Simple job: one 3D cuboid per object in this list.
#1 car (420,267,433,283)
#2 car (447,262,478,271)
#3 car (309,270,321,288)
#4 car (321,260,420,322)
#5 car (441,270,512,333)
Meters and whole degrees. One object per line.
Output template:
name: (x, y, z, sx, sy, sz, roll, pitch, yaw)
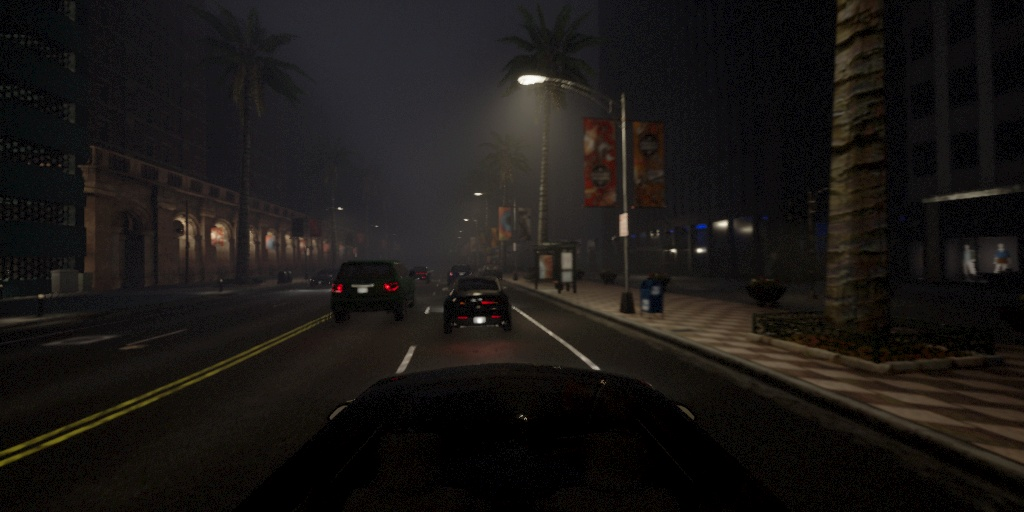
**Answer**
car: (-8.394, 1.702, 32.929, 1.837, 1.490, 4.892, -1, -1, -10)
car: (-4.187, 1.455, 29.270, 2.097, 1.767, 4.553, -1, -1, -10)
car: (-14.999, 1.788, 29.560, 1.837, 1.490, 4.892, -1, -1, -10)
car: (-4.944, 1.163, 13.464, 2.150, 2.045, 5.566, -1, -1, -9)
car: (-1.137, 1.374, 11.320, 1.837, 1.490, 4.892, -1, -1, -8)
